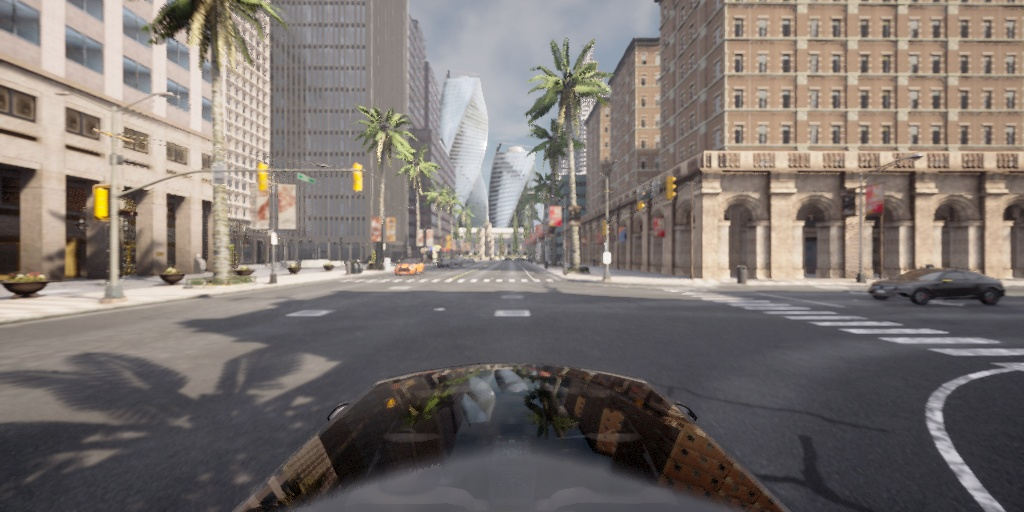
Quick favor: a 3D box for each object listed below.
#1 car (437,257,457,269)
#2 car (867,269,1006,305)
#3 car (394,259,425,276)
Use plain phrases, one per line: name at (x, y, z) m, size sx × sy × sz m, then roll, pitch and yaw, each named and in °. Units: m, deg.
car at (-10.457, 1.216, 56.579) m, size 1.837 × 1.490 × 4.892 m, roll 0°, pitch -1°, yaw 1°
car at (18.205, 1.273, 15.452) m, size 4.674 × 1.442 × 1.812 m, roll 0°, pitch 0°, yaw 0°
car at (-10.459, 1.075, 36.873) m, size 2.097 × 1.767 × 4.553 m, roll 0°, pitch 0°, yaw 0°
